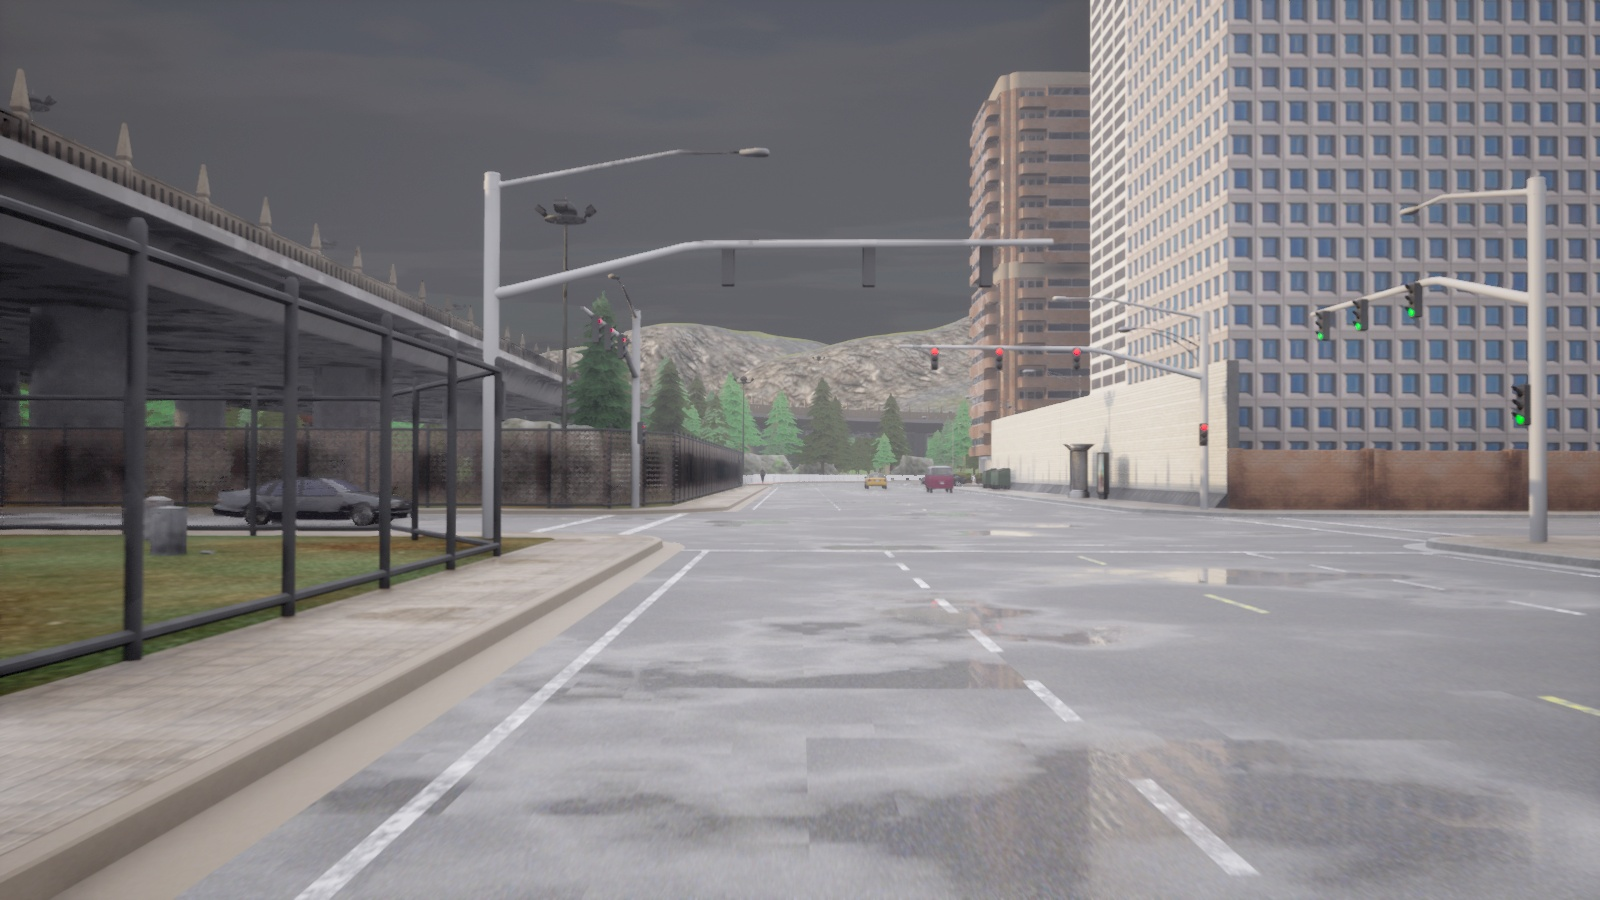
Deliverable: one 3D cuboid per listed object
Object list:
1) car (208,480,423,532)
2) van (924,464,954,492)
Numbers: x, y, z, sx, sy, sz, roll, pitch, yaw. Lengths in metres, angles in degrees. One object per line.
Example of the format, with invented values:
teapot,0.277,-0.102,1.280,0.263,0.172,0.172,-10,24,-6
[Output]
car,-13.788,1.575,35.966,5.357,1.411,2.033,0,-1,0
van,10.264,2.080,92.807,1.775,1.987,4.442,0,-1,0
